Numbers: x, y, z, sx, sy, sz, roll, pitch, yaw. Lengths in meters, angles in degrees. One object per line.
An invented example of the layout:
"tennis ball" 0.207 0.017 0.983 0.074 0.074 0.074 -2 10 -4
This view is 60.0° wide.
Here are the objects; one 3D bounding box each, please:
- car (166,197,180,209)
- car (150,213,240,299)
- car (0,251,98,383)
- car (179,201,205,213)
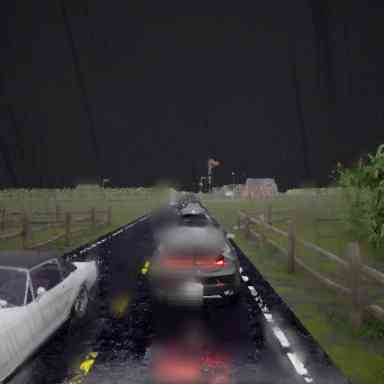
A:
"car" -2.678 1.525 47.184 2.128 1.511 4.902 0 0 0
"car" 0.076 1.503 8.447 1.837 1.490 4.892 0 0 1
"car" -2.842 1.599 4.515 1.895 1.301 4.718 0 0 0
"car" 0.126 1.569 28.701 1.994 1.385 4.181 0 0 0
